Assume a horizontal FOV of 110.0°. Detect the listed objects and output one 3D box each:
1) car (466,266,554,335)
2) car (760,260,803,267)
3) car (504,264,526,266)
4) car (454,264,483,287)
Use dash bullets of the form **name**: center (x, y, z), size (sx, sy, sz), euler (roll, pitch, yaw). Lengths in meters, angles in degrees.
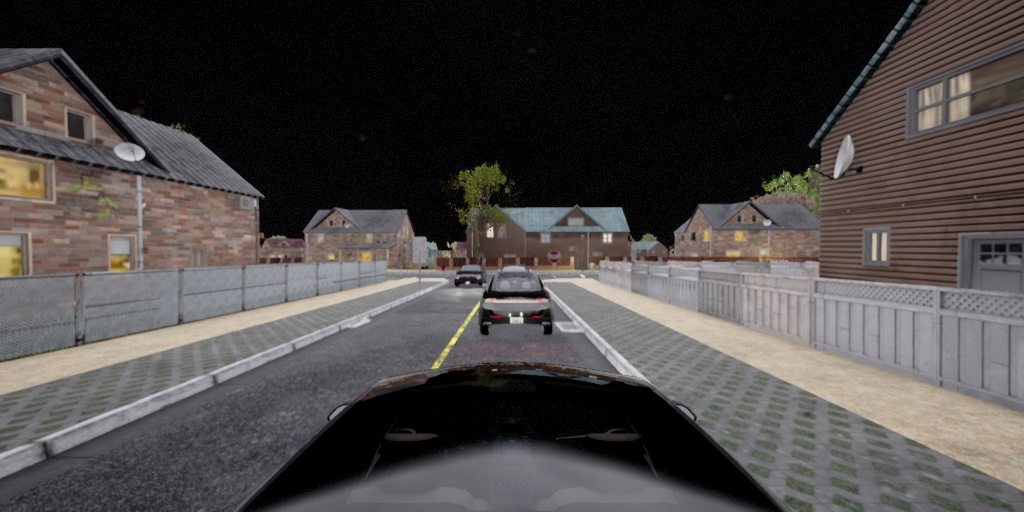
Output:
- **car**: center (0.109, 1.226, 10.442), size (2.128, 1.511, 4.902), euler (0, 0, 0)
- **car**: center (24.541, 1.135, 33.682), size (5.008, 1.535, 1.882), euler (0, 1, 1)
- **car**: center (0.162, 1.198, 20.842), size (1.882, 1.535, 5.008), euler (0, 0, 2)
- **car**: center (-2.721, 1.264, 24.688), size (2.033, 1.411, 5.357), euler (0, 0, 0)
